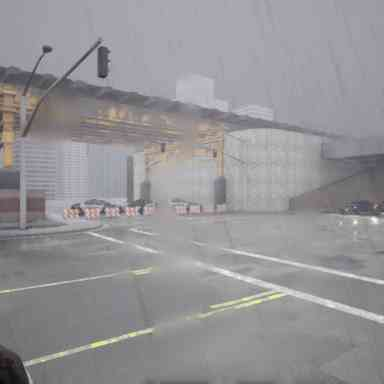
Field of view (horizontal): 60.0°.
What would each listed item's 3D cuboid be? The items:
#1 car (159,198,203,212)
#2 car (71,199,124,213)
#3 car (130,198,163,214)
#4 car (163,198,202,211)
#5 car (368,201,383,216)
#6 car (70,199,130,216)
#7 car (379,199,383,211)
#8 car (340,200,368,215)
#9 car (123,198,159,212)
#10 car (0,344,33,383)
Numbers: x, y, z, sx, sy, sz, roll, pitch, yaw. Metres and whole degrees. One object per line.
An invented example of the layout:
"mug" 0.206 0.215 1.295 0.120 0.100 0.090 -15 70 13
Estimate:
"car" -1.351 1.453 38.536 4.974 1.542 2.038 0 0 -7
"car" -9.046 1.295 32.085 4.536 1.218 1.853 0 0 8
"car" -5.255 1.453 34.770 2.038 1.542 4.974 0 0 18
"car" -1.403 1.295 38.530 4.536 1.218 1.853 0 0 -7
"car" 18.967 1.352 31.332 4.553 1.767 2.097 0 0 -37
"car" -8.995 1.453 32.078 4.974 1.542 2.038 0 0 8
"car" 24.838 1.547 40.149 5.357 1.411 2.033 0 0 -37
"car" 17.188 1.526 34.377 4.674 1.442 1.812 0 0 -37
"car" -5.239 1.295 34.819 1.853 1.218 4.536 0 0 18
"car" -3.331 1.492 1.395 4.902 1.511 2.128 0 0 -35
